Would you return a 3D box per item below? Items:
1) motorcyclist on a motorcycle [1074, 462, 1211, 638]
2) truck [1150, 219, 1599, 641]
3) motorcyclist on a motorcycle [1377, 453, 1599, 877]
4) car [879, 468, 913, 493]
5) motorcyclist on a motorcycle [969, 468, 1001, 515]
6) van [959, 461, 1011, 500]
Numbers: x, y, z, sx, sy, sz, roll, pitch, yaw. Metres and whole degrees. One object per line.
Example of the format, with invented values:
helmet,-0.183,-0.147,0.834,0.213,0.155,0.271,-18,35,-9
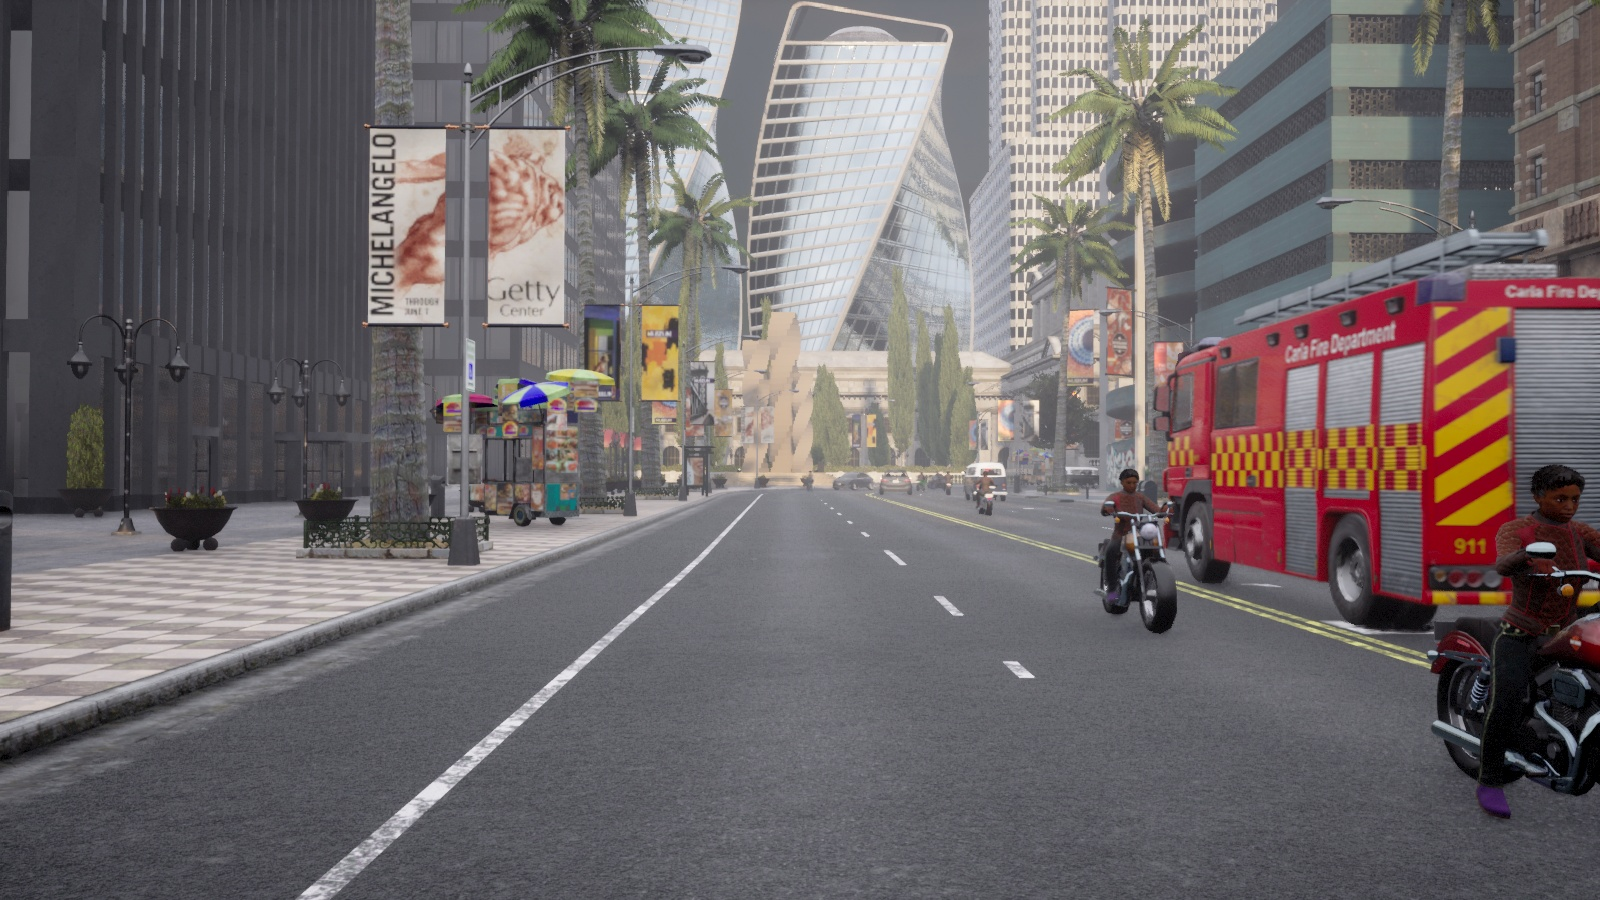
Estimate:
motorcyclist on a motorcycle,3.485,0.968,13.025,0.766,1.649,2.350,0,-1,0
truck,6.987,-0.116,15.629,2.891,3.827,8.468,0,-1,0
motorcyclist on a motorcycle,3.492,0.844,5.565,0.766,1.649,2.350,0,-1,0
car,6.570,2.069,85.767,2.242,1.667,4.611,0,-1,5
motorcyclist on a motorcycle,6.697,1.503,45.643,0.766,1.649,2.350,0,-1,-1
van,9.923,1.629,67.526,2.069,2.038,4.480,0,-1,-1
